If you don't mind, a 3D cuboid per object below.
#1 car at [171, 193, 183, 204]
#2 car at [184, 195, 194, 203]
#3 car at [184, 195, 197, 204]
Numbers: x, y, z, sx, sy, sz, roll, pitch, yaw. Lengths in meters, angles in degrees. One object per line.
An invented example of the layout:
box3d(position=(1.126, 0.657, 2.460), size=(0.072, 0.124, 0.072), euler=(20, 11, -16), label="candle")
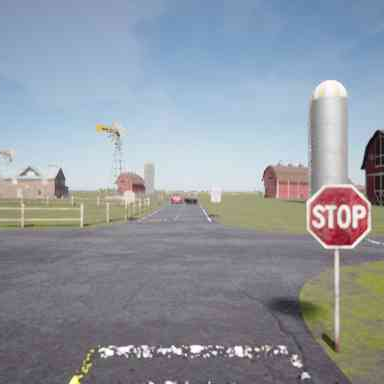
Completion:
box3d(position=(-2.948, 1.198, 65.307), size=(2.150, 2.045, 5.566), euler=(0, 0, -2), label="car")
box3d(position=(-0.672, 1.427, 71.348), size=(1.882, 1.535, 5.008), euler=(0, 0, -6), label="car")
box3d(position=(-0.014, 1.461, 61.238), size=(1.882, 1.535, 5.008), euler=(0, 0, -2), label="car")
